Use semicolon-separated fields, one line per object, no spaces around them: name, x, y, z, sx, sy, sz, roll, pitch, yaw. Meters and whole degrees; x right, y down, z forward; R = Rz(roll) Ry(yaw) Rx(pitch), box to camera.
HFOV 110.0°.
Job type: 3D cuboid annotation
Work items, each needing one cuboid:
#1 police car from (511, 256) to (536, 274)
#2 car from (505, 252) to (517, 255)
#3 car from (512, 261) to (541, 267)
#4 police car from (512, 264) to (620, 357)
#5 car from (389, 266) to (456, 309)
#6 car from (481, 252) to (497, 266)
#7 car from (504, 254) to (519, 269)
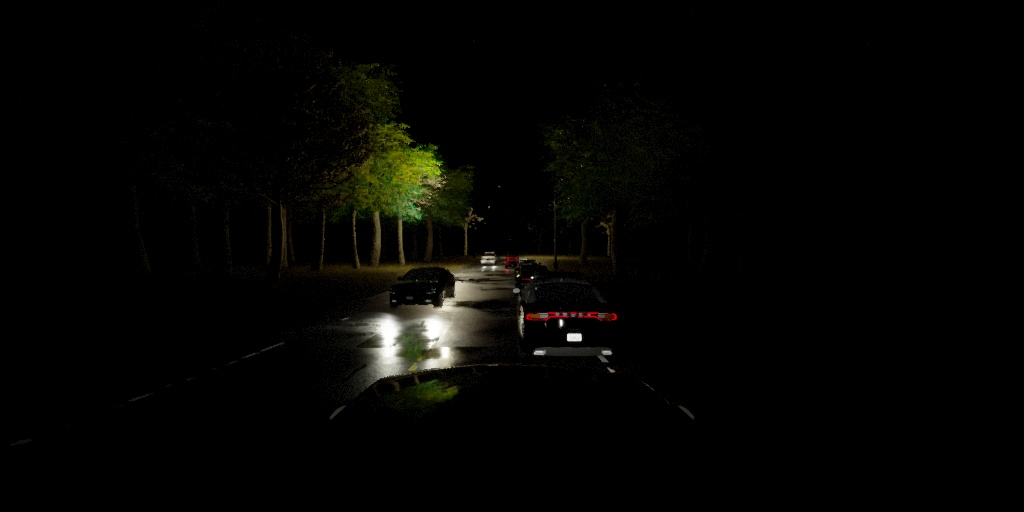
police car;1.065;1.068;24.645;1.930;1.638;5.238;0;0;0
car;0.036;0.290;60.139;2.150;2.045;5.566;0;2;0
car;1.062;1.199;18.534;1.837;1.490;4.892;0;0;0
police car;1.056;1.166;8.645;1.930;1.638;5.238;0;0;0
car;-3.590;1.192;15.076;1.882;1.535;5.008;0;0;0
car;-3.561;0.411;55.711;2.150;2.045;5.566;0;1;0
car;0.060;0.899;47.254;1.812;1.442;4.674;0;1;1
